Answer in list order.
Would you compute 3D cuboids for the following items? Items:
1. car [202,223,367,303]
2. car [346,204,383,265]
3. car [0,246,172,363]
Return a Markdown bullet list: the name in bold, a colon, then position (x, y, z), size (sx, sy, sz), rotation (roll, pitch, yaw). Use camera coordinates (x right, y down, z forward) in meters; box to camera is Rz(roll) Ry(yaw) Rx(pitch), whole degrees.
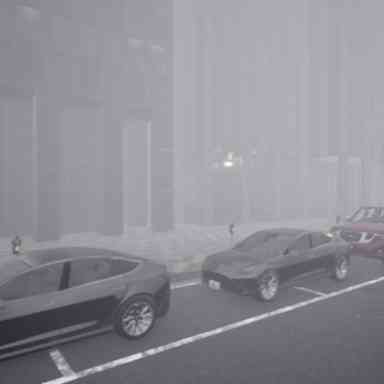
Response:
- **car**: position (2.241, 1.590, 8.297), size (4.313, 1.339, 1.947), rotation (0, 0, -36)
- **car**: position (6.805, 1.352, 11.605), size (5.009, 1.841, 2.192), rotation (0, 0, -36)
- **car**: position (-2.324, 1.577, 4.990), size (4.313, 1.339, 1.947), rotation (0, 0, -36)
